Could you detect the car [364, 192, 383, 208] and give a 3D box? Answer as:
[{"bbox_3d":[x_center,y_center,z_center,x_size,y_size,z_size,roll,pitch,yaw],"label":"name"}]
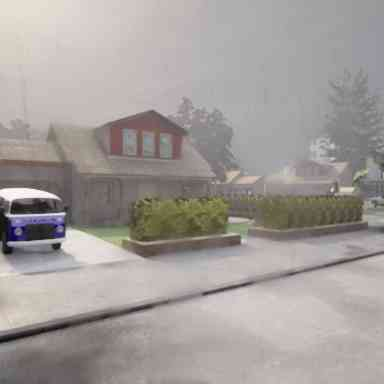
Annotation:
[{"bbox_3d":[23.110,0.944,40.783,3.866,1.878,1.905,0,0,-1],"label":"car"}]
